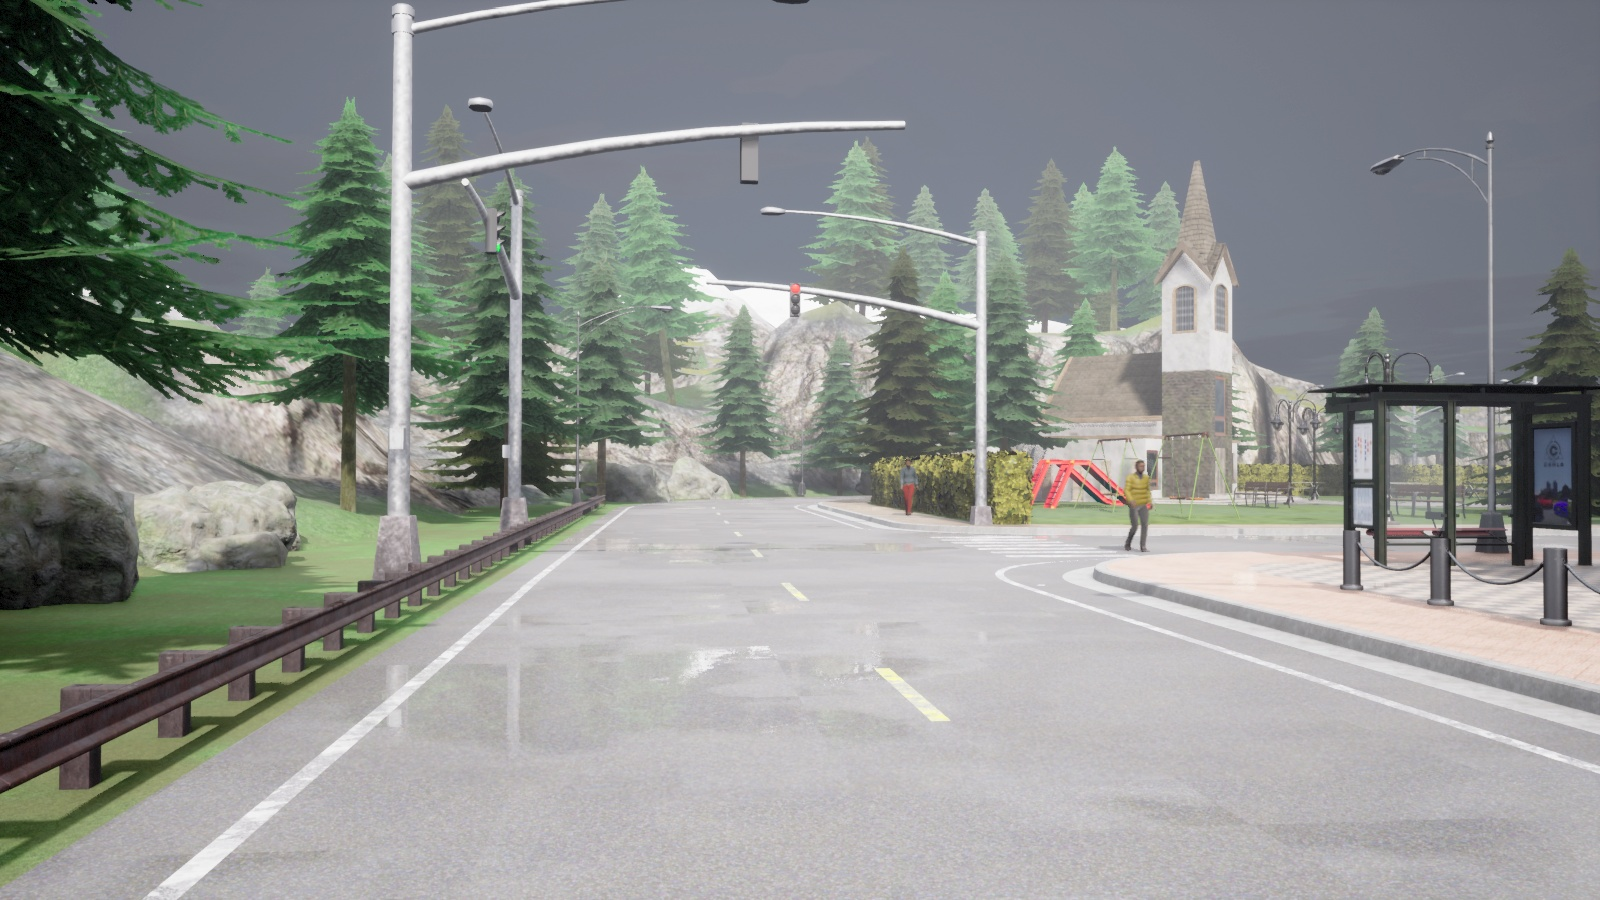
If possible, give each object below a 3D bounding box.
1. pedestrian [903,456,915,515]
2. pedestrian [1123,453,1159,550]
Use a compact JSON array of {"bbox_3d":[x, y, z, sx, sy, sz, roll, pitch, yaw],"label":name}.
[{"bbox_3d":[3.400,1.109,39.280,0.353,1.847,0.614,0,-1,7],"label":"pedestrian"},{"bbox_3d":[6.551,0.978,24.145,0.431,1.840,0.709,0,-1,-6],"label":"pedestrian"}]
